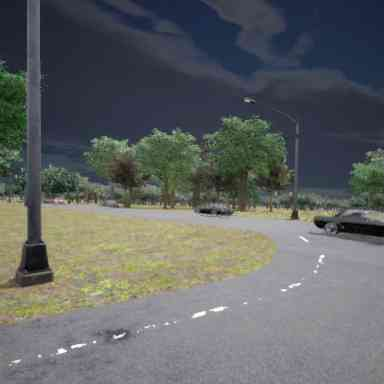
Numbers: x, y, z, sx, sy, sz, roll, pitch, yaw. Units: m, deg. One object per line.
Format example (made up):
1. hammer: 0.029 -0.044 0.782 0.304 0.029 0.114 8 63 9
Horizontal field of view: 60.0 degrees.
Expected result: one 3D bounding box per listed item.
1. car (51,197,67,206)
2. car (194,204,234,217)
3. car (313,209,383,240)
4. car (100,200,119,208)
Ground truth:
1. car: -26.743 1.848 67.422 2.097 1.767 4.553 3 -3 -27
2. car: 2.246 1.944 35.443 1.895 1.301 4.718 4 -3 -35
3. car: 8.000 1.474 14.911 1.895 1.301 4.718 2 1 -35
4. car: -15.060 2.189 60.382 2.033 1.411 5.357 4 -3 -35
